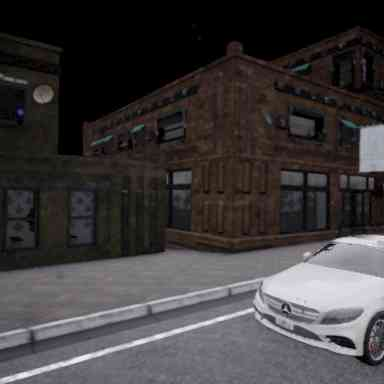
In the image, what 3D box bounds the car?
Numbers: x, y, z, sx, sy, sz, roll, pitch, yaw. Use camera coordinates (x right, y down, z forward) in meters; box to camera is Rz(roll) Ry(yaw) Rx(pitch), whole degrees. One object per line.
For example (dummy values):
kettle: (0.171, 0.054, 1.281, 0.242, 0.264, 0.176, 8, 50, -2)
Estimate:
car: (3.175, 1.550, 5.952, 4.674, 1.442, 1.812, 0, 0, -36)
